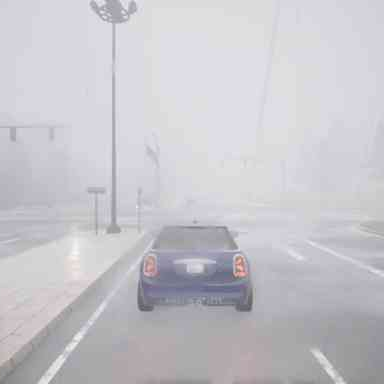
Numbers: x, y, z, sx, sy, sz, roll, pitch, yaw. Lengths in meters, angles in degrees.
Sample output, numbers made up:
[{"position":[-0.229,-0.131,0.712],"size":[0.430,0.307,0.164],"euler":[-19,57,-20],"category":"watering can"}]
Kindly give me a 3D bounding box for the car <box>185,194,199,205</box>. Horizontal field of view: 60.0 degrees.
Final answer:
[{"position":[-0.161,1.523,54.717],"size":[1.812,1.442,4.674],"euler":[0,0,-1],"category":"car"}]

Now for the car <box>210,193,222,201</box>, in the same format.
[{"position":[6.357,1.210,85.008],"size":[2.150,2.045,5.566],"euler":[0,0,-1],"category":"car"}]

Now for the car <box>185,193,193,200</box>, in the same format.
[{"position":[-0.812,1.184,95.577],"size":[2.150,2.045,5.566],"euler":[0,0,-1],"category":"car"}]

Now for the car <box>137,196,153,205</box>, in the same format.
[{"position":[-8.282,1.502,57.059],"size":[1.837,1.490,4.892],"euler":[0,0,-1],"category":"car"}]

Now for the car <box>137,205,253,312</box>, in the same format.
[{"position":[0.071,1.352,7.897],"size":[2.097,1.767,4.553],"euler":[0,0,0],"category":"car"}]

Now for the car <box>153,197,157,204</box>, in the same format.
[{"position":[-8.370,1.501,66.268],"size":[1.837,1.490,4.892],"euler":[0,0,0],"category":"car"}]

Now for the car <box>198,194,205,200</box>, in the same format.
[{"position":[2.688,1.437,95.603],"size":[1.882,1.535,5.008],"euler":[0,0,-1],"category":"car"}]

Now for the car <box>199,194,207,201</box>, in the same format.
[{"position":[2.852,1.509,85.279],"size":[1.812,1.442,4.674],"euler":[0,0,-1],"category":"car"}]
